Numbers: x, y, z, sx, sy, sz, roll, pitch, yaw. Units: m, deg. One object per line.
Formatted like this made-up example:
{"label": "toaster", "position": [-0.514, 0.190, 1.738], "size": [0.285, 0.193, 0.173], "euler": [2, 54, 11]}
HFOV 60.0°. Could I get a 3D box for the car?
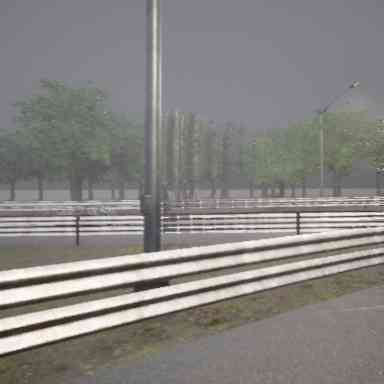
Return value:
{"label": "car", "position": [-5.917, 1.644, 20.713], "size": [4.902, 1.511, 2.128], "euler": [-1, 1, -1]}
